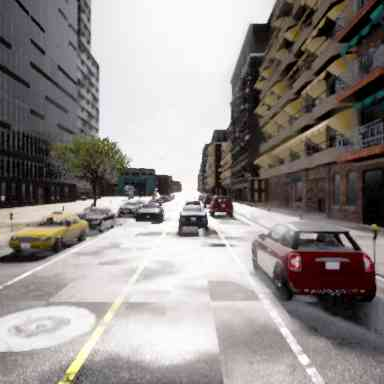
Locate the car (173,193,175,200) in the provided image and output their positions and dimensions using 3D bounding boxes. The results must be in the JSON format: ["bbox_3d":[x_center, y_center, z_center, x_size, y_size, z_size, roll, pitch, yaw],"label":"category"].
[{"bbox_3d":[-5.647,1.314,76.050,1.967,1.590,4.097,1,0,0],"label":"car"}]

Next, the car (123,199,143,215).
[{"bbox_3d":[-5.682,1.518,30.882,2.008,1.369,4.403,1,0,0],"label":"car"}]

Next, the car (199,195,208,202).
[{"bbox_3d":[2.699,1.419,76.083,1.887,1.381,4.507,1,0,0],"label":"car"}]

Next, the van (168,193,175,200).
[{"bbox_3d":[-5.646,1.166,92.987,1.690,1.788,3.998,1,0,0],"label":"van"}]

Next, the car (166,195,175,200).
[{"bbox_3d":[-5.649,1.387,87.341,1.887,1.381,4.507,1,0,0],"label":"car"}]

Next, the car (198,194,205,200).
[{"bbox_3d":[2.698,1.390,93.021,1.947,1.339,4.313,1,0,0],"label":"car"}]

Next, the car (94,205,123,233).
[{"bbox_3d":[-5.682,1.534,19.591,2.008,1.369,4.403,1,0,0],"label":"car"}]

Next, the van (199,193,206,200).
[{"bbox_3d":[2.702,1.183,87.374,1.690,1.788,3.998,1,0,0],"label":"van"}]

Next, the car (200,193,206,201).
[{"bbox_3d":[2.702,1.253,47.850,2.192,1.841,5.009,1,0,0],"label":"car"}]

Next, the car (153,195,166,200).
[{"bbox_3d":[-5.684,1.367,53.466,1.967,1.590,4.097,1,0,0],"label":"car"}]

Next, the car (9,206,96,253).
[{"bbox_3d":[-5.682,1.514,13.774,1.752,1.417,4.829,1,0,0],"label":"car"}]

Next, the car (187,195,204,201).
[{"bbox_3d":[0.096,1.441,41.326,2.128,1.511,4.902,0,0,0],"label":"car"}]

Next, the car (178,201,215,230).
[{"bbox_3d":[0.091,1.529,20.762,2.033,1.411,5.357,0,0,0],"label":"car"}]

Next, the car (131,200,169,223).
[{"bbox_3d":[-3.099,1.540,25.283,1.994,1.385,4.181,0,0,0],"label":"car"}]

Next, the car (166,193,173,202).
[{"bbox_3d":[-5.653,1.329,70.404,1.967,1.590,4.097,1,0,0],"label":"car"}]

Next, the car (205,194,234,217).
[{"bbox_3d":[2.702,1.283,30.911,2.192,1.841,5.009,1,0,0],"label":"car"}]

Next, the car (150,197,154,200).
[{"bbox_3d":[-5.682,1.509,36.529,2.008,1.369,4.403,1,0,0],"label":"car"}]

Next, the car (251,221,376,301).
[{"bbox_3d":[2.700,1.434,8.327,1.967,1.590,4.097,1,0,0],"label":"car"}]
